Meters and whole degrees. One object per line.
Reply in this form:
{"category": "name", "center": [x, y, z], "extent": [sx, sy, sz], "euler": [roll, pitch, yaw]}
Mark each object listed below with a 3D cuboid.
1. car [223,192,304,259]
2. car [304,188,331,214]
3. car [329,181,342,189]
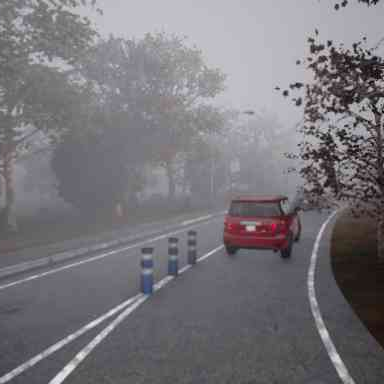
{"category": "car", "center": [2.842, 1.133, 12.750], "extent": [2.150, 2.045, 5.566], "euler": [-1, 1, 23]}
{"category": "car", "center": [9.306, 0.625, 26.138], "extent": [2.097, 1.767, 4.553], "euler": [-1, 2, 29]}
{"category": "car", "center": [28.458, -1.392, 65.876], "extent": [2.128, 1.511, 4.902], "euler": [-1, 3, 25]}
